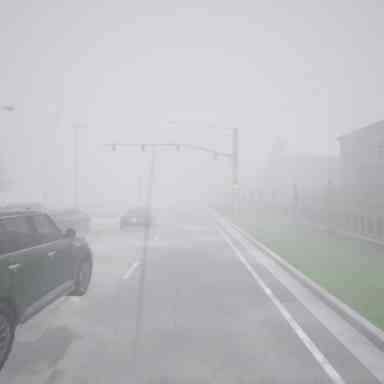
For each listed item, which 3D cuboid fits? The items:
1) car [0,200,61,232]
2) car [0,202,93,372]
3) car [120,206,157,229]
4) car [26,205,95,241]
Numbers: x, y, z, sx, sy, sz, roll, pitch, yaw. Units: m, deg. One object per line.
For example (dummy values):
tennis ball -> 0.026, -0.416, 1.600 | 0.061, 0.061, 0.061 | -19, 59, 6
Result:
car -> -10.473, 1.444, 21.587 | 2.097, 1.767, 4.553 | 0, 0, 0
car -> -3.413, 1.247, 5.536 | 2.150, 2.045, 5.566 | 0, 0, 0
car -> -3.476, 1.638, 22.143 | 1.994, 1.385, 4.181 | 0, 0, 0
car -> -6.961, 1.579, 18.239 | 1.837, 1.490, 4.892 | 0, 0, 0
